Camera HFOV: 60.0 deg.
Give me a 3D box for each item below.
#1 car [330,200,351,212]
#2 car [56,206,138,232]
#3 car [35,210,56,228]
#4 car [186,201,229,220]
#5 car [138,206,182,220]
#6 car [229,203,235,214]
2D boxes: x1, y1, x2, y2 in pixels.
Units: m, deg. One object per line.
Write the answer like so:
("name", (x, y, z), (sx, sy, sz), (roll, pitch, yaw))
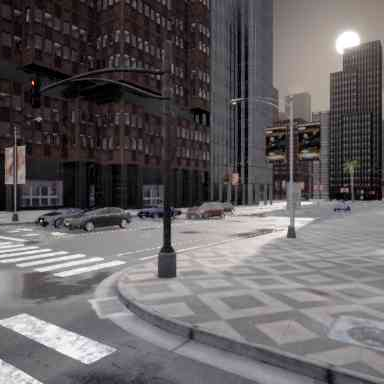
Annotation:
("car", (24.270, 2.431, 53.657), (2.033, 1.411, 5.357), (0, -1, 34))
("car", (-6.187, 1.740, 22.200), (1.837, 1.490, 4.892), (0, 0, 35))
("car", (-8.954, 1.794, 23.914), (1.994, 1.385, 4.181), (0, -1, 35))
("car", (1.367, 1.778, 32.874), (2.097, 1.767, 4.553), (0, -1, 35))
("car", (-3.101, 1.978, 32.199), (1.895, 1.301, 4.718), (0, -1, 35))
("car", (3.672, 2.054, 41.750), (1.837, 1.490, 4.892), (0, -1, 35))
